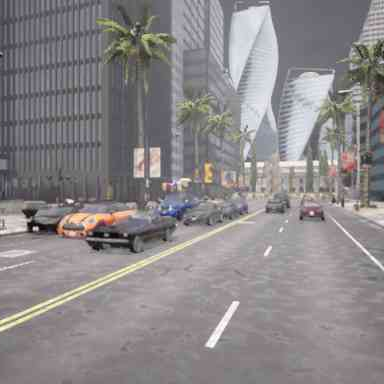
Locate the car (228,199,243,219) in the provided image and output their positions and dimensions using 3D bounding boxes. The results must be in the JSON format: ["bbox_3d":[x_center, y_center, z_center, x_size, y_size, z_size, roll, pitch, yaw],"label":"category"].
[{"bbox_3d":[2.756,1.558,28.546,1.994,1.385,4.181,0,0,19],"label":"car"}]

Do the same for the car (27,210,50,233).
[{"bbox_3d":[-7.373,1.509,19.553,2.161,1.482,4.786,0,0,18],"label":"car"}]

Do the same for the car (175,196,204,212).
[{"bbox_3d":[-0.273,1.345,40.303,2.185,1.767,4.553,0,0,18],"label":"car"}]

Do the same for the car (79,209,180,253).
[{"bbox_3d":[-2.334,1.598,13.887,1.895,1.301,4.718,0,0,19],"label":"car"}]

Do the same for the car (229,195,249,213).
[{"bbox_3d":[4.345,1.345,33.477,2.097,1.767,4.553,0,0,19],"label":"car"}]

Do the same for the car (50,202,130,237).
[{"bbox_3d":[-4.816,1.347,17.458,2.097,1.767,4.553,0,0,19],"label":"car"}]

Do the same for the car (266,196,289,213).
[{"bbox_3d":[9.225,1.484,36.582,2.128,1.511,4.902,0,0,18],"label":"car"}]

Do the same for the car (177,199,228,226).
[{"bbox_3d":[0.875,1.501,23.332,1.837,1.490,4.892,0,0,19],"label":"car"}]

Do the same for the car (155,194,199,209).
[{"bbox_3d":[-1.222,1.215,28.026,2.150,2.045,5.566,0,0,19],"label":"car"}]

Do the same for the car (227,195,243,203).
[{"bbox_3d":[8.857,1.466,68.223,2.231,1.521,4.892,0,0,18],"label":"car"}]

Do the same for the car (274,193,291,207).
[{"bbox_3d":[12.648,1.211,47.001,2.150,2.045,5.566,0,0,19],"label":"car"}]

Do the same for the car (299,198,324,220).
[{"bbox_3d":[10.058,1.519,27.979,1.812,1.442,4.674,0,0,19],"label":"car"}]
